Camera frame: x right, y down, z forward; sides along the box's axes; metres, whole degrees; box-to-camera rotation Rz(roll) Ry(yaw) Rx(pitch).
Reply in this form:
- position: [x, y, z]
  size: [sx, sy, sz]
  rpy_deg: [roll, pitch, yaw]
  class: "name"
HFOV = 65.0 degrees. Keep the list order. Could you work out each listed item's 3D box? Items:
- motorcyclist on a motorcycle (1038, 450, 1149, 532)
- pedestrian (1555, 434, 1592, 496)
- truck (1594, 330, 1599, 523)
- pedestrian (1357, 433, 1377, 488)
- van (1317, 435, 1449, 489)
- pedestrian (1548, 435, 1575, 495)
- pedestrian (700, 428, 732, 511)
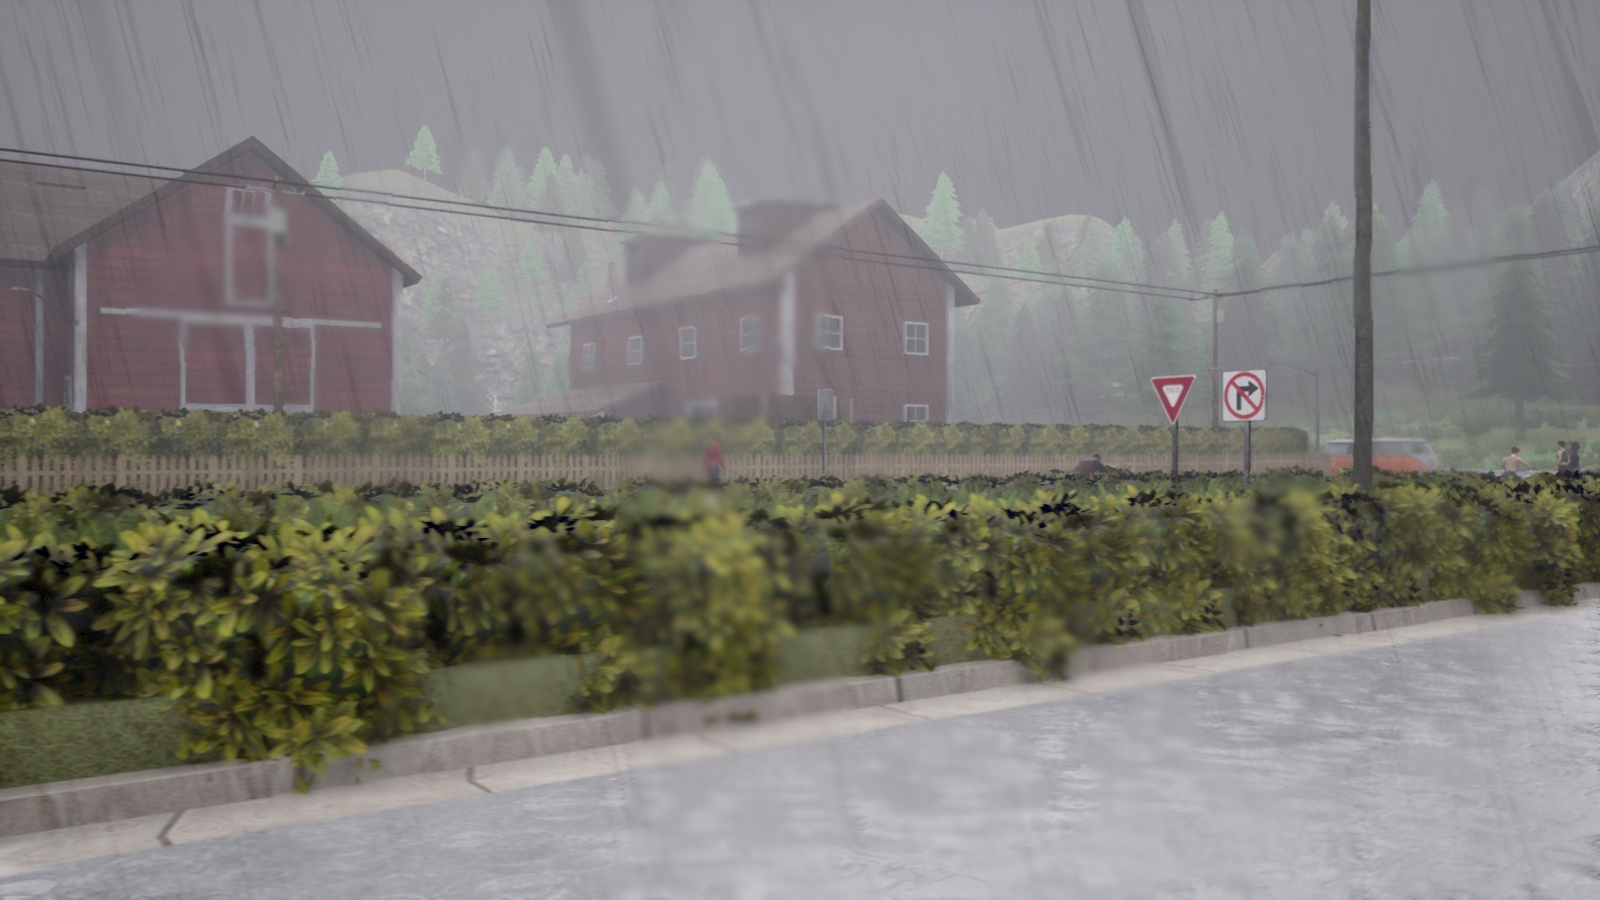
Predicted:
- position: [5.756, 0.775, 24.581]
  size: [2.191, 1.530, 0.866]
  rpy_deg: [0, 0, -35]
  class: "motorcyclist on a motorcycle"
- position: [23.914, 0.457, 38.826]
  size: [0.563, 1.883, 0.849]
  rpy_deg: [0, 0, -40]
  class: "pedestrian"
- position: [17.760, -0.480, 21.073]
  size: [2.891, 3.827, 8.468]
  rpy_deg: [0, 0, -6]
  class: "truck"
- position: [19.106, 0.351, 42.337]
  size: [0.634, 1.846, 0.331]
  rpy_deg: [0, 0, -37]
  class: "pedestrian"
- position: [22.392, 0.435, 48.401]
  size: [1.775, 1.987, 4.442]
  rpy_deg: [0, 0, -29]
  class: "van"
- position: [23.362, 0.459, 38.518]
  size: [0.345, 1.836, 0.594]
  rpy_deg: [0, 0, -28]
  class: "pedestrian"
- position: [-1.893, 0.433, 28.364]
  size: [0.636, 1.846, 0.331]
  rpy_deg: [0, 0, -35]
  class: "pedestrian"
